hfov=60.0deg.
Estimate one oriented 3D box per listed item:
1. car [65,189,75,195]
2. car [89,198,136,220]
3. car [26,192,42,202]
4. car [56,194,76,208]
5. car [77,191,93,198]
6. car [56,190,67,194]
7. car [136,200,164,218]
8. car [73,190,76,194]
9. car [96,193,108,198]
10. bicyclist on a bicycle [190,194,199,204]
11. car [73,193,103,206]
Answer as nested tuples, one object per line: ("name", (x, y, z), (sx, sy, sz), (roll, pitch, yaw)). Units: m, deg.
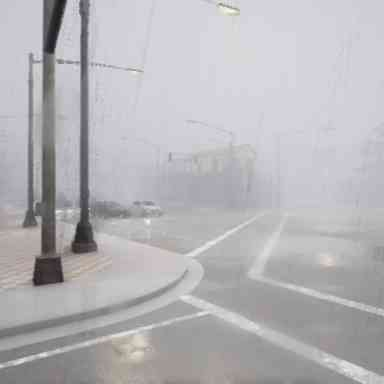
("car", (-27.813, 0.324, 75.162), (2.150, 2.045, 5.566), (0, -1, -36))
("car", (-7.144, 1.518, 28.577), (2.033, 1.411, 5.357), (0, 0, -36))
("car", (-25.811, 0.778, 54.404), (1.882, 1.535, 5.008), (0, 1, -36))
("car", (-16.474, 1.310, 41.469), (1.895, 1.301, 4.718), (0, 1, -36))
("car", (-24.960, 0.633, 77.188), (2.128, 1.511, 4.902), (0, -1, -36))
("car", (-23.741, 0.765, 57.540), (1.882, 1.535, 5.008), (0, 1, -35))
("car", (-4.363, 1.498, 30.732), (1.812, 1.442, 4.674), (0, 0, -36))
("car", (-21.915, 0.757, 67.027), (1.812, 1.442, 4.674), (0, 0, -36))
("car", (-19.081, 0.795, 69.081), (1.994, 1.385, 4.181), (0, 0, -36))
("bicyclist on a bicycle", (0.390, 1.094, 52.262), (1.656, 1.620, 0.582), (0, 1, -36))
("car", (-13.718, 1.280, 43.636), (1.994, 1.385, 4.181), (0, 1, -36))
